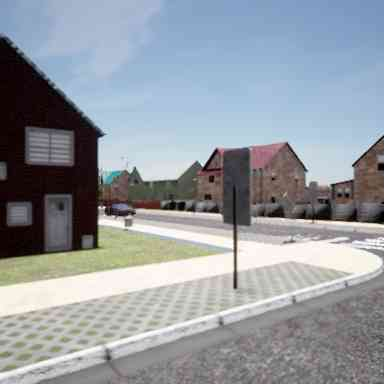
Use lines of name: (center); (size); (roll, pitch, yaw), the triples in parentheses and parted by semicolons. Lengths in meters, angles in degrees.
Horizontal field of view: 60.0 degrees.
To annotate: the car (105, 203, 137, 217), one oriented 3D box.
car: (-8.140, 2.001, 37.615); (2.033, 1.411, 5.357); (0, -1, -34)
